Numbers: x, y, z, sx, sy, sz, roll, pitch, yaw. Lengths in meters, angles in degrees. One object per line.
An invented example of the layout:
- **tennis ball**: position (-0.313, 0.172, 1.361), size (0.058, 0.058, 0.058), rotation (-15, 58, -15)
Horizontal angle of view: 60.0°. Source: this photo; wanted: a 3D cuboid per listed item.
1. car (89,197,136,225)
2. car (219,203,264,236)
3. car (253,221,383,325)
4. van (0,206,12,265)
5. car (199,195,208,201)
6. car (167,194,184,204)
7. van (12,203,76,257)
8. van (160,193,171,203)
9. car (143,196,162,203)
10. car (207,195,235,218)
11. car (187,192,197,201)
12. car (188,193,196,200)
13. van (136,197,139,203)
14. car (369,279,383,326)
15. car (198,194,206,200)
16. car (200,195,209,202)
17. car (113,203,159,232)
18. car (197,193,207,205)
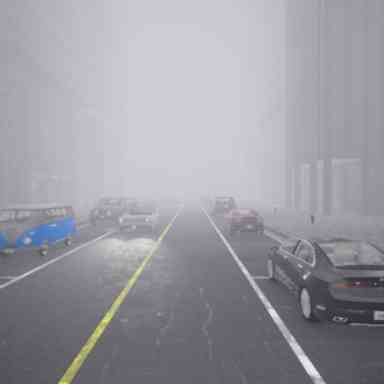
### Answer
- **car**: position (-5.769, 1.296, 23.868), size (2.192, 1.841, 5.009), rotation (0, 0, 0)
- **car**: position (2.757, 1.530, 18.248), size (1.887, 1.381, 4.507), rotation (0, 0, 0)
- **car**: position (2.760, 1.545, 6.976), size (2.008, 1.369, 4.403), rotation (0, 0, 0)
- **van**: position (-5.766, 1.334, 6.959), size (1.690, 1.788, 3.998), rotation (0, 0, 0)
- **car**: position (2.746, 1.530, 80.247), size (2.008, 1.369, 4.403), rotation (0, 0, 0)
- **car**: position (-3.041, 1.541, 61.652), size (1.994, 1.385, 4.181), rotation (0, 0, 1)
- **van**: position (-5.767, 1.330, 12.595), size (1.690, 1.788, 3.998), rotation (0, 0, 0)
- **van**: position (-5.778, 1.318, 68.961), size (1.690, 1.788, 3.998), rotation (0, 0, 0)
- **car**: position (-5.773, 1.519, 46.415), size (1.887, 1.381, 4.507), rotation (0, 0, 0)
- **car**: position (2.755, 1.295, 29.520), size (2.192, 1.841, 5.009), rotation (0, 0, 0)
- **car**: position (-0.013, 1.073, 76.309), size (2.150, 2.045, 5.566), rotation (0, 0, 0)
- **car**: position (-0.016, 1.186, 93.467), size (2.097, 1.767, 4.553), rotation (0, 0, 0)
- **van**: position (-5.770, 1.320, 29.504), size (1.690, 1.788, 3.998), rotation (0, 0, 0)
- **car**: position (2.761, 1.581, 1.340), size (1.802, 1.307, 4.206), rotation (0, 0, 0)
- **car**: position (2.744, 1.421, 91.519), size (1.967, 1.590, 4.097), rotation (0, 0, 0)
- **car**: position (2.747, 1.504, 74.781), size (1.752, 1.417, 4.829), rotation (0, 0, 0)
- **car**: position (-3.104, 1.585, 20.035), size (1.895, 1.301, 4.718), rotation (0, 0, 0)
- **car**: position (2.377, 1.329, 58.986), size (2.097, 1.767, 4.553), rotation (0, 0, 0)
